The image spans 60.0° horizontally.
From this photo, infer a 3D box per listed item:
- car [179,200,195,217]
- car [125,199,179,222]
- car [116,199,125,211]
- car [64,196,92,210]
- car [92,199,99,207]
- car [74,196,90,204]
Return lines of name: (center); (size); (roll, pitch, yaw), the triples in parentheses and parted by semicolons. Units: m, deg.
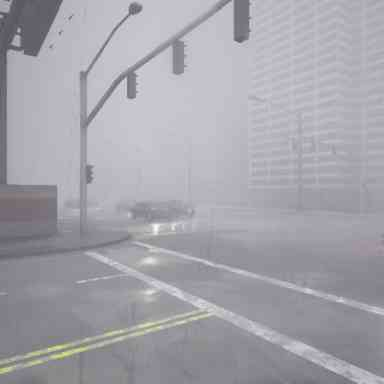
car: (-1.628, 1.491, 30.488); (2.128, 1.511, 4.902); (0, 0, -35)
car: (-3.339, 1.504, 26.845); (1.837, 1.490, 4.892); (0, 0, -35)
car: (-7.341, 1.526, 38.588); (1.812, 1.442, 4.674); (0, 0, -35)
car: (-15.399, 1.547, 43.933); (2.033, 1.411, 5.357); (0, 0, -35)
car: (-15.678, 1.601, 50.434); (1.895, 1.301, 4.718); (0, 0, -35)
car: (-21.554, 1.526, 65.107); (1.812, 1.442, 4.674); (0, 0, -35)
